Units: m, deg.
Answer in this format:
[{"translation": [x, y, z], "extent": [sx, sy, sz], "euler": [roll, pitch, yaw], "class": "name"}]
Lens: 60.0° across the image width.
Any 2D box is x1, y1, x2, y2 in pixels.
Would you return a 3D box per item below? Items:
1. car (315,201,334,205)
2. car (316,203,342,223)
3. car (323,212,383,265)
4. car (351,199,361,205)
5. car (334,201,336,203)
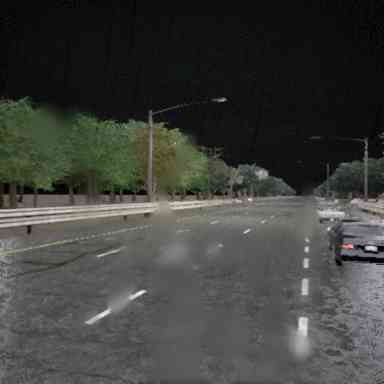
[{"translation": [18.504, 2.027, 47.026], "extent": [2.033, 1.411, 5.357], "euler": [0, 0, 21], "class": "car"}, {"translation": [11.819, 1.896, 28.345], "extent": [1.895, 1.301, 4.718], "euler": [0, 0, 20], "class": "car"}, {"translation": [5.973, 1.681, 11.889], "extent": [2.033, 1.411, 5.357], "euler": [0, 0, 20], "class": "car"}, {"translation": [39.339, 2.404, 78.995], "extent": [4.674, 1.442, 1.812], "euler": [1, 0, -42], "class": "car"}, {"translation": [26.178, 2.256, 62.727], "extent": [1.895, 1.301, 4.718], "euler": [0, 0, 32], "class": "car"}]
